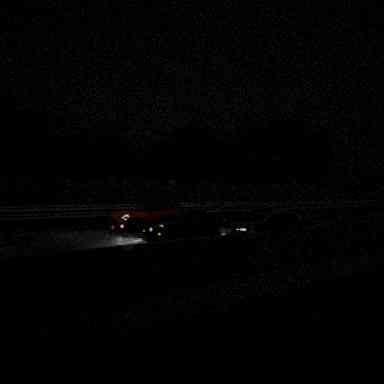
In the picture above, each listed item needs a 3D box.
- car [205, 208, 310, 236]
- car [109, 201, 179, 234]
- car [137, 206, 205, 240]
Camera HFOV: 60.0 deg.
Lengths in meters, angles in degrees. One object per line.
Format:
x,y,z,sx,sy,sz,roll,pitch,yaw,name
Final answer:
3.297,1.501,14.961,4.902,1.511,2.128,0,0,-36,car
-2.486,1.357,19.430,4.553,1.767,2.097,0,0,-36,car
-0.291,1.569,16.697,4.181,1.385,1.994,0,0,-36,car
